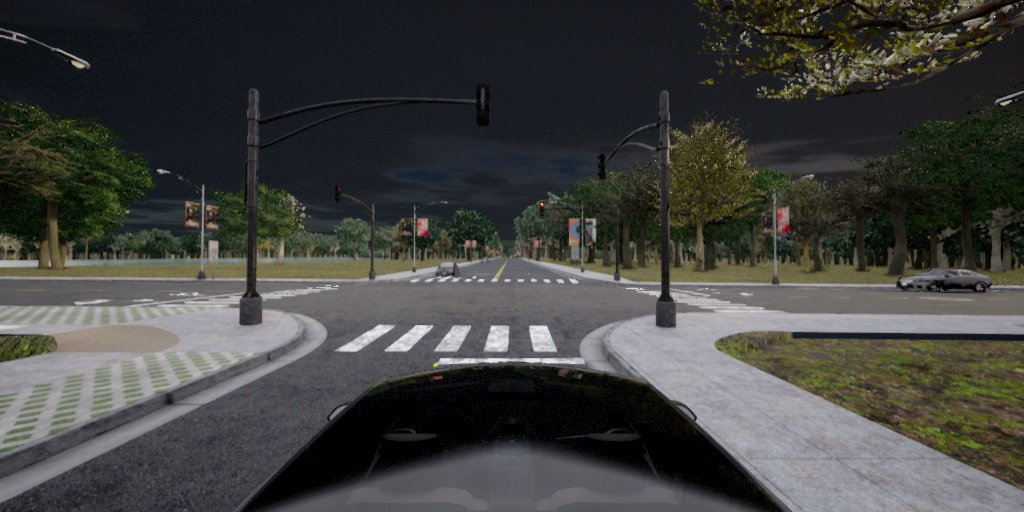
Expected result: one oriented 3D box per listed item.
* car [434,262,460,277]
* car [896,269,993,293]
[{"bbox_3d":[-6.307,1.295,35.506,1.812,1.442,4.674,0,1,0],"label":"car"},{"bbox_3d":[28.435,1.620,23.696,4.902,1.511,2.128,1,-1,0],"label":"car"}]
